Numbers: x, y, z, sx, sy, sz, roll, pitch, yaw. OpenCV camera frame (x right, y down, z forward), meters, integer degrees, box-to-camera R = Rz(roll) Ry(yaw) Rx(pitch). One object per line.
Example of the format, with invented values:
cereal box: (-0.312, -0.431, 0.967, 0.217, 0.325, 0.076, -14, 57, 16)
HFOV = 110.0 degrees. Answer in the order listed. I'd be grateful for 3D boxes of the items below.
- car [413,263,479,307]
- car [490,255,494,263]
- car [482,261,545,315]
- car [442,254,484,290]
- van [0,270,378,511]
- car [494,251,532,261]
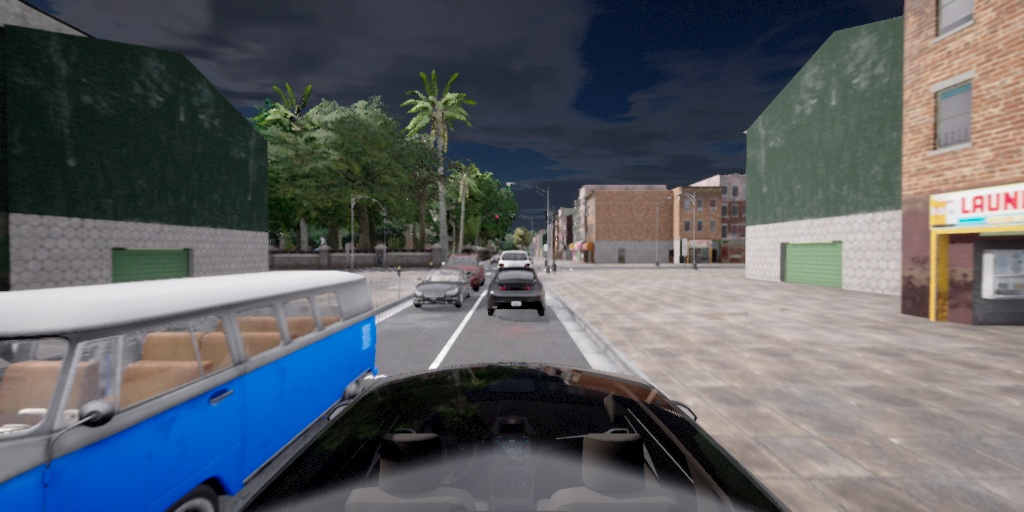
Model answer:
car: (-2.604, 1.135, 14.134, 2.007, 1.370, 4.403, 0, 0, 0)
car: (-2.486, 0.548, 57.741, 1.967, 1.591, 4.097, 0, 0, 0)
car: (0.129, 1.107, 12.838, 1.837, 1.490, 4.892, 0, 1, 0)
car: (-2.589, 0.830, 19.597, 2.192, 1.841, 5.009, 0, 0, 0)
van: (-2.634, 1.070, 3.207, 1.690, 1.789, 3.998, 0, 0, 0)
car: (0.161, 0.680, 24.335, 2.150, 2.045, 5.566, 0, 1, 0)
